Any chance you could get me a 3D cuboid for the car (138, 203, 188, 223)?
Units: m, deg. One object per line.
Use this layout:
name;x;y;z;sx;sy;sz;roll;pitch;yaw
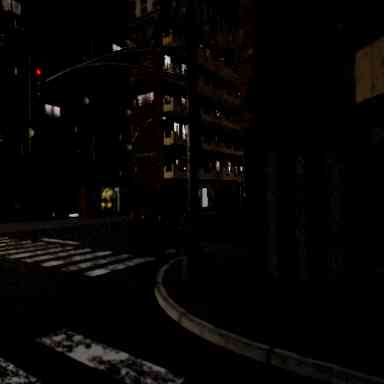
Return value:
car;-2.128;1.518;25.192;1.887;1.381;4.507;-1;0;36
